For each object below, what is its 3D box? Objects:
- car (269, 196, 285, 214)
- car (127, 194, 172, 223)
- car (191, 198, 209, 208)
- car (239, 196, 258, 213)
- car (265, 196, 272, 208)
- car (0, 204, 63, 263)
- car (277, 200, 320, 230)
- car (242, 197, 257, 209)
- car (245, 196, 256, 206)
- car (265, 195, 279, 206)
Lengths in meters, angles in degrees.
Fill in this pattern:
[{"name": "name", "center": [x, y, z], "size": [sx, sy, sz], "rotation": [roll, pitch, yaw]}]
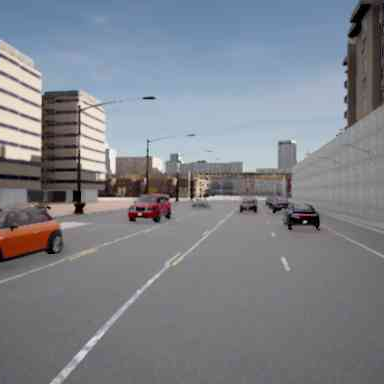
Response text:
[{"name": "car", "center": [9.633, 1.542, 35.913], "size": [1.837, 1.490, 4.892], "rotation": [0, 0, 11]}, {"name": "car", "center": [-3.124, 1.193, 25.888], "size": [2.150, 2.045, 5.566], "rotation": [0, 0, 11]}, {"name": "car", "center": [1.204, 1.585, 48.167], "size": [1.895, 1.301, 4.718], "rotation": [0, 0, 11]}, {"name": "car", "center": [6.286, 1.510, 36.996], "size": [2.128, 1.511, 4.902], "rotation": [0, 0, 11]}, {"name": "car", "center": [11.550, 1.535, 46.141], "size": [2.128, 1.511, 4.902], "rotation": [0, 0, 11]}, {"name": "car", "center": [-6.140, 1.313, 10.488], "size": [2.097, 1.767, 4.553], "rotation": [0, 0, 12]}, {"name": "car", "center": [6.921, 1.520, 21.393], "size": [2.128, 1.511, 4.902], "rotation": [0, 0, 11]}, {"name": "car", "center": [8.191, 1.502, 47.210], "size": [1.882, 1.535, 5.008], "rotation": [0, 0, 11]}, {"name": "car", "center": [10.070, 1.535, 57.007], "size": [1.837, 1.490, 4.892], "rotation": [0, 0, 11]}, {"name": "car", "center": [13.502, 1.402, 56.318], "size": [2.097, 1.767, 4.553], "rotation": [0, 0, 11]}]
